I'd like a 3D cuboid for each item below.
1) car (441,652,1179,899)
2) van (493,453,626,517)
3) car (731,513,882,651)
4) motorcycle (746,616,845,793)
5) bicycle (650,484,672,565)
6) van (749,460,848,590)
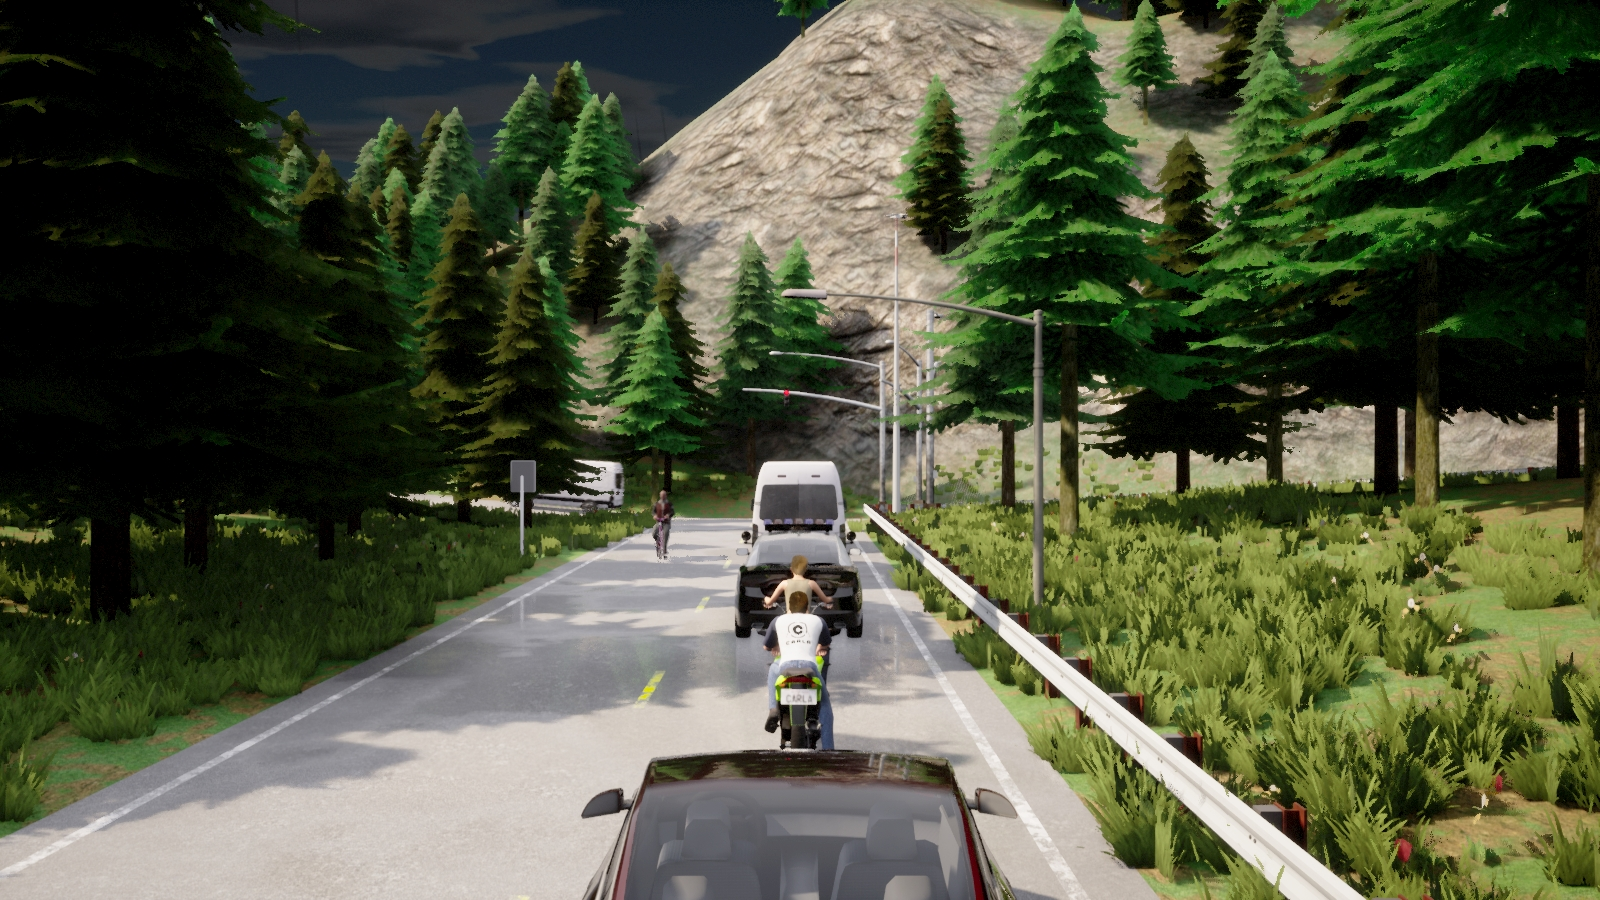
[{"bbox_3d":[0.027,2.063,5.080,2.163,1.488,4.792,0,0,0],"label":"car"},{"bbox_3d":[-11.843,1.697,56.436,5.915,2.561,1.988,5,1,6],"label":"van"},{"bbox_3d":[0.090,1.982,18.501,2.097,1.638,5.238,0,0,0],"label":"car"},{"bbox_3d":[-0.033,2.213,10.287,0.803,1.145,2.033,0,0,0],"label":"motorcycle"},{"bbox_3d":[-3.492,1.836,28.753,0.329,1.919,1.835,0,0,0],"label":"bicycle"},{"bbox_3d":[-0.039,1.534,25.918,1.988,2.561,5.915,0,0,0],"label":"van"}]
